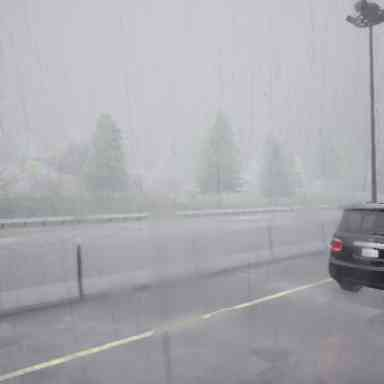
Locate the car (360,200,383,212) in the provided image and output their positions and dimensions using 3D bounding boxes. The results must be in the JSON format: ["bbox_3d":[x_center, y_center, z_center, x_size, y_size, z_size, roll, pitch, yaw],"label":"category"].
[{"bbox_3d":[25.206,1.881,45.504,4.902,1.511,2.128,0,-1,-37],"label":"car"}]

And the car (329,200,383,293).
[{"bbox_3d":[5.498,1.280,8.034,5.566,2.045,2.150,1,-1,-39],"label":"car"}]

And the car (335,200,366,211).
[{"bbox_3d":[22.990,1.937,48.211,5.008,1.535,1.882,0,-1,-37],"label":"car"}]
